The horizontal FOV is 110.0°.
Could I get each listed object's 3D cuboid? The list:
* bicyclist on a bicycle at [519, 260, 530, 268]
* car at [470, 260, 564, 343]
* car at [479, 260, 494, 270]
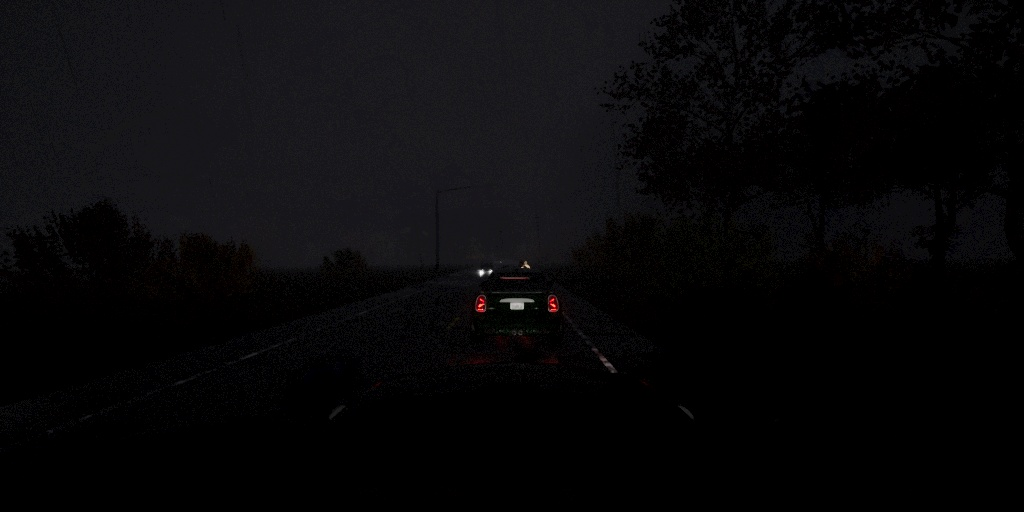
[{"bbox_3d":[0.973,1.175,25.679,0.866,1.612,1.509,0,0,1],"label":"bicyclist on a bicycle"},{"bbox_3d":[0.113,1.098,9.857,2.097,1.767,4.553,0,0,0],"label":"car"},{"bbox_3d":[-3.711,1.331,52.852,1.895,1.301,4.718,0,0,0],"label":"car"}]
